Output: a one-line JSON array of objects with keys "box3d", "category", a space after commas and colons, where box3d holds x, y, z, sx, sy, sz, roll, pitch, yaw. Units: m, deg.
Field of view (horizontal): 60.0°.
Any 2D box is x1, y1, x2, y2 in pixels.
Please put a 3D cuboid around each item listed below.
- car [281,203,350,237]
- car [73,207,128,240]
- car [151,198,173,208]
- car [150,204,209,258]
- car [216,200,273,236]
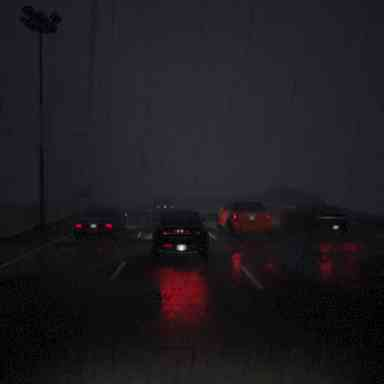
[{"box3d": [6.137, 1.327, 17.111, 2.128, 1.511, 4.902, 0, 1, -5], "category": "car"}, {"box3d": [-4.260, 1.415, 16.093, 2.033, 1.411, 5.357, 0, 1, -5], "category": "car"}, {"box3d": [-2.717, 1.283, 30.879, 2.033, 1.411, 5.357, 0, 1, -10], "category": "car"}, {"box3d": [-0.484, 1.397, 12.392, 1.837, 1.490, 4.892, 0, 0, -4], "category": "car"}, {"box3d": [2.581, 1.192, 17.465, 2.097, 1.767, 4.553, 0, 1, -5], "category": "car"}]
